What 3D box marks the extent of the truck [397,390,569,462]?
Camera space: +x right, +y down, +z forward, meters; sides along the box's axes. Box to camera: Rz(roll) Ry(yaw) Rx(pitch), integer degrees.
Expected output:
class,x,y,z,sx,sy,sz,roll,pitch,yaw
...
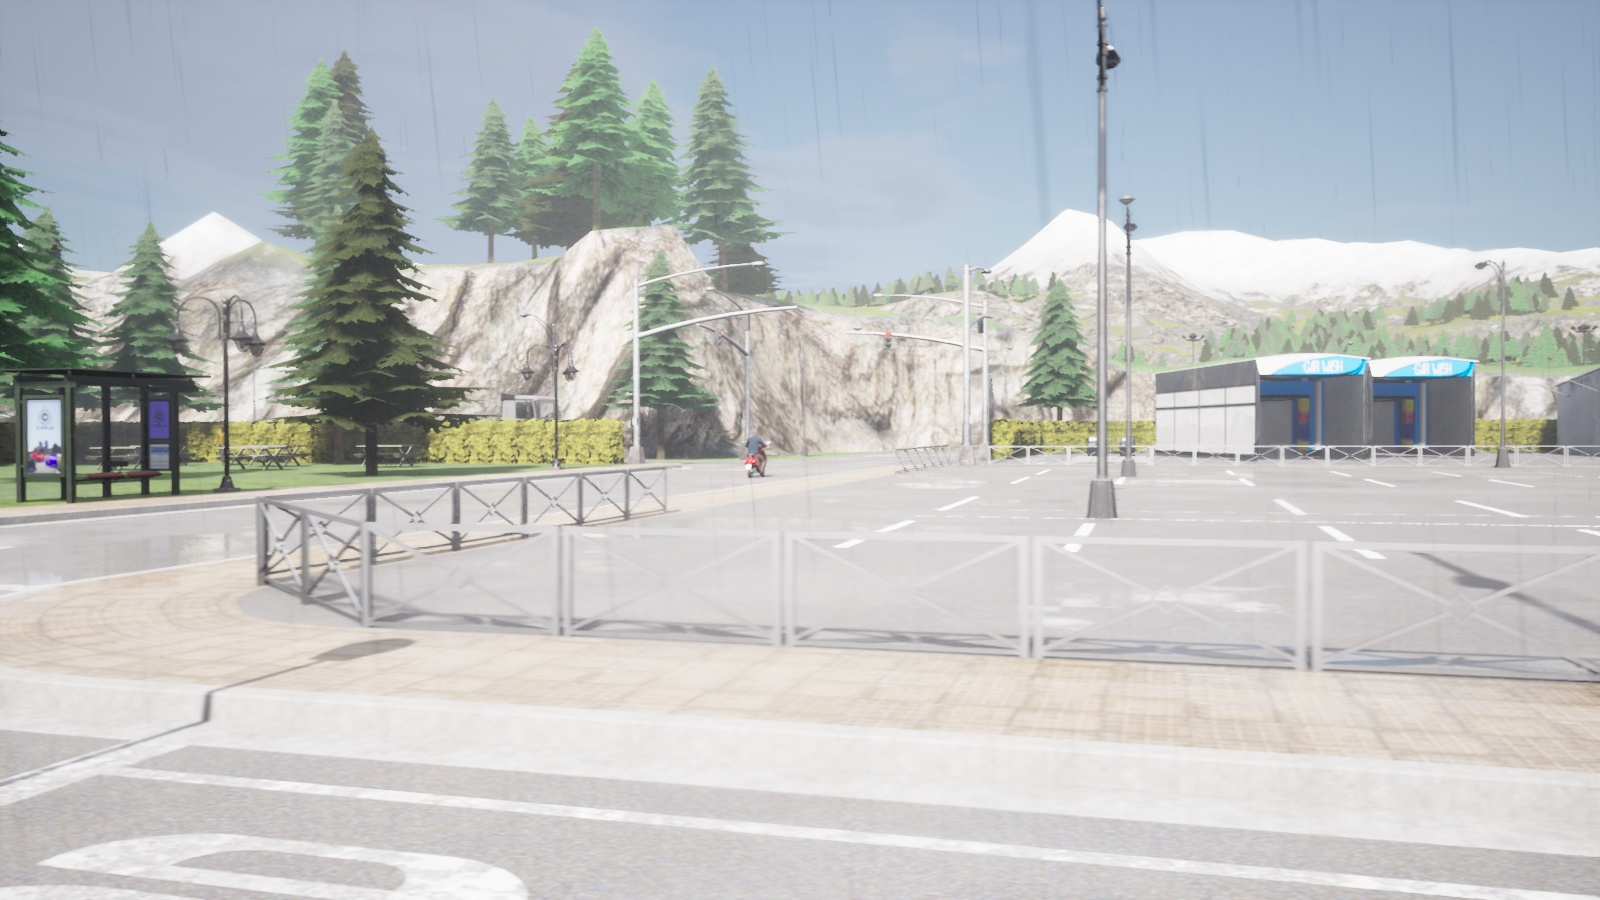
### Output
class,x,y,z,sx,sy,sz,roll,pitch,yaw
truck,-15.868,-1.193,62.962,7.936,3.462,2.891,0,1,14

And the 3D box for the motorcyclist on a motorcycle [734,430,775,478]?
class,x,y,z,sx,sy,sz,roll,pitch,yaw
motorcyclist on a motorcycle,-1.519,0.121,42.405,0.866,1.590,1.817,0,1,16

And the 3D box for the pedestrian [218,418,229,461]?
class,x,y,z,sx,sy,sz,roll,pitch,yaw
pedestrian,-24.897,-0.453,54.239,0.370,1.835,0.726,0,1,-19
